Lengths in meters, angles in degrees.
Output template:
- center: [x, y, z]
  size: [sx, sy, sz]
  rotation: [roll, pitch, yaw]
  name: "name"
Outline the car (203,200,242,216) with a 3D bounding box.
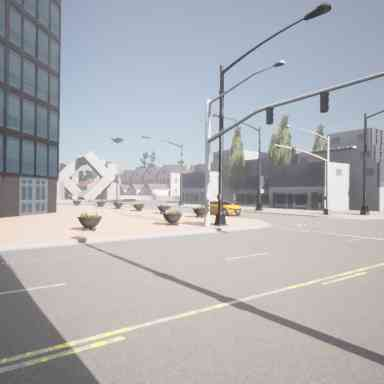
- center: [2.956, 1.563, 33.648]
  size: [1.882, 1.535, 5.008]
  rotation: [1, -1, -35]
  name: "car"
